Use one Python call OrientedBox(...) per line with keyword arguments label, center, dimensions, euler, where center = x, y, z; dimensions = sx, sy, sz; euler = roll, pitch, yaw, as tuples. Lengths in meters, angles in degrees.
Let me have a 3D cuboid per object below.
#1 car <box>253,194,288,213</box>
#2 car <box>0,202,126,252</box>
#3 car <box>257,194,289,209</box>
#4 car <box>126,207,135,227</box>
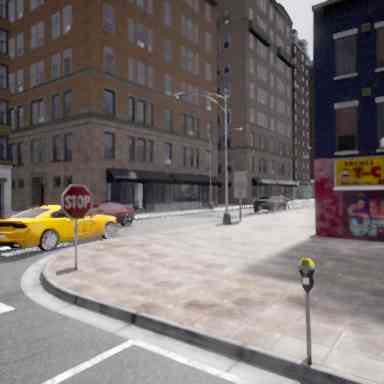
OrientedBox(label="car", center=(7.331, 1.103, 30.709), dimensions=(1.837, 1.490, 4.892), euler=(-1, 0, 36))
OrientedBox(label="car", center=(-5.003, 1.253, 12.925), dimensions=(1.882, 1.535, 5.008), euler=(-2, 0, 27))
OrientedBox(label="car", center=(9.547, 1.050, 38.837), dimensions=(1.882, 1.535, 5.008), euler=(-1, 0, 36))
OrientedBox(label="car", center=(-5.158, 1.288, 18.319), dimensions=(1.812, 1.442, 4.674), euler=(-1, 0, 36))
